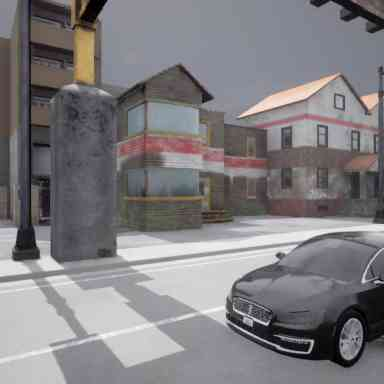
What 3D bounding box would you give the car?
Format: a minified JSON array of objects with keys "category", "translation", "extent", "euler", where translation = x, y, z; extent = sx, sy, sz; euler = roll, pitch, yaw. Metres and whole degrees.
[{"category":"car","translation":[2.796,1.505,5.830],"extent":[4.892,1.490,1.837],"euler":[0,0,-33]}]
